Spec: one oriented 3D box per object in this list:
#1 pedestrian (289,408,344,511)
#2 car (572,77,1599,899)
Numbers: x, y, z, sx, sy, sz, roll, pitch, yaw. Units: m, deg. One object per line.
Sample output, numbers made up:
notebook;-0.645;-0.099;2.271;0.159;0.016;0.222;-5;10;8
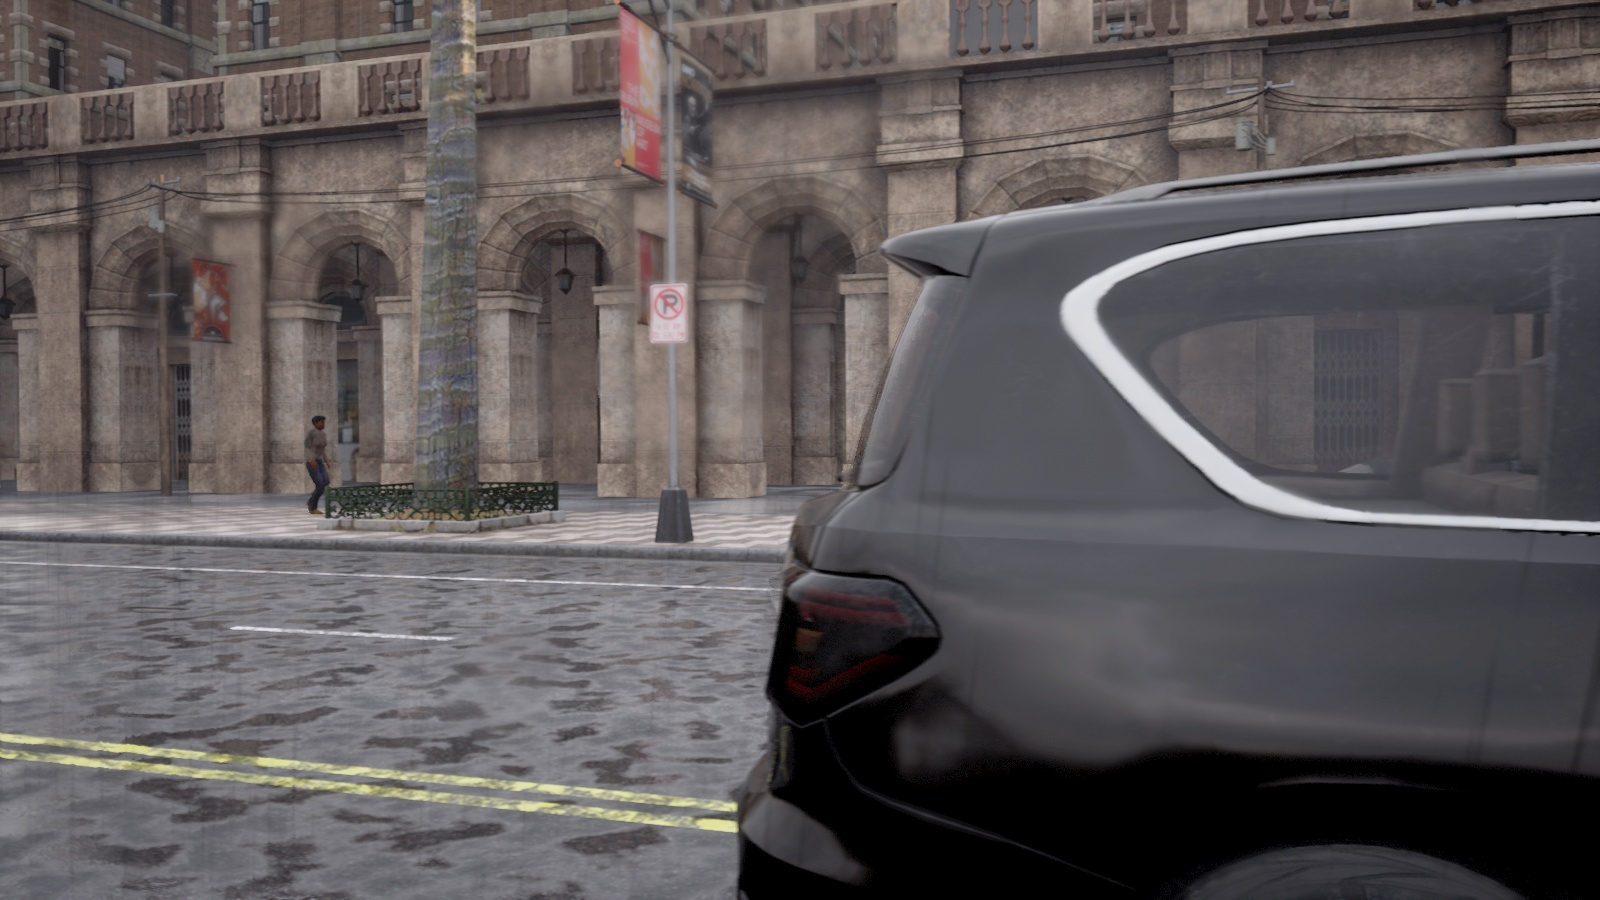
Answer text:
pedestrian;-8.559;0.157;22.240;0.869;1.805;0.328;0;1;15
car;2.586;0.514;2.320;5.566;2.045;2.150;0;1;19
